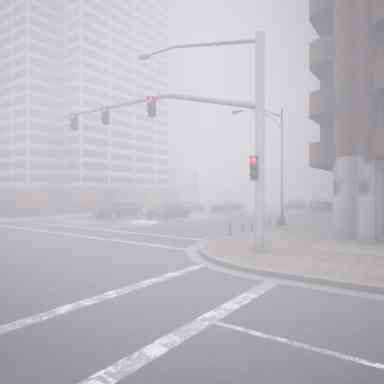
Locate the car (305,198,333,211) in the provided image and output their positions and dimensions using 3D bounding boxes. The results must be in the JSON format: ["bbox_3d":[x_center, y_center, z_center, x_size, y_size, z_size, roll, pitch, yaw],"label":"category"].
[{"bbox_3d":[15.944,1.478,40.893,1.882,1.535,5.008,0,0,35],"label":"car"}]

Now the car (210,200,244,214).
[{"bbox_3d":[3.861,1.601,36.186,1.895,1.301,4.718,0,0,35],"label":"car"}]

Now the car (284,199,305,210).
[{"bbox_3d":[13.581,1.564,43.656,1.994,1.385,4.181,0,0,35],"label":"car"}]

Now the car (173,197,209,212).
[{"bbox_3d":[-0.401,1.564,36.217,1.994,1.385,4.181,0,0,35],"label":"car"}]

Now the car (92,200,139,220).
[{"bbox_3d":[-6.120,1.505,28.090,1.837,1.490,4.892,0,0,35],"label":"car"}]

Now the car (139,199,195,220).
[{"bbox_3d":[-2.010,1.564,27.850,1.994,1.385,4.181,0,0,35],"label":"car"}]
